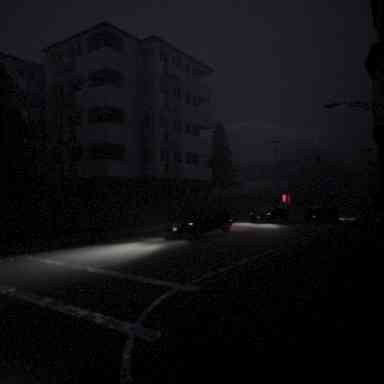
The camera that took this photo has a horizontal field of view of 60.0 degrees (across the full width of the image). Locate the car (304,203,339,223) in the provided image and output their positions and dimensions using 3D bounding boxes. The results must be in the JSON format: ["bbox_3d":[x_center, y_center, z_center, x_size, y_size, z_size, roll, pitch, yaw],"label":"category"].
[{"bbox_3d":[10.220,1.597,26.180,1.812,1.442,4.674,-1,0,35],"label":"car"}]

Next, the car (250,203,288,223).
[{"bbox_3d":[6.371,1.638,27.092,1.812,1.442,4.674,-1,0,35],"label":"car"}]

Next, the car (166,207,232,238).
[{"bbox_3d":[0.521,1.603,18.694,2.128,1.511,4.902,-1,0,35],"label":"car"}]
